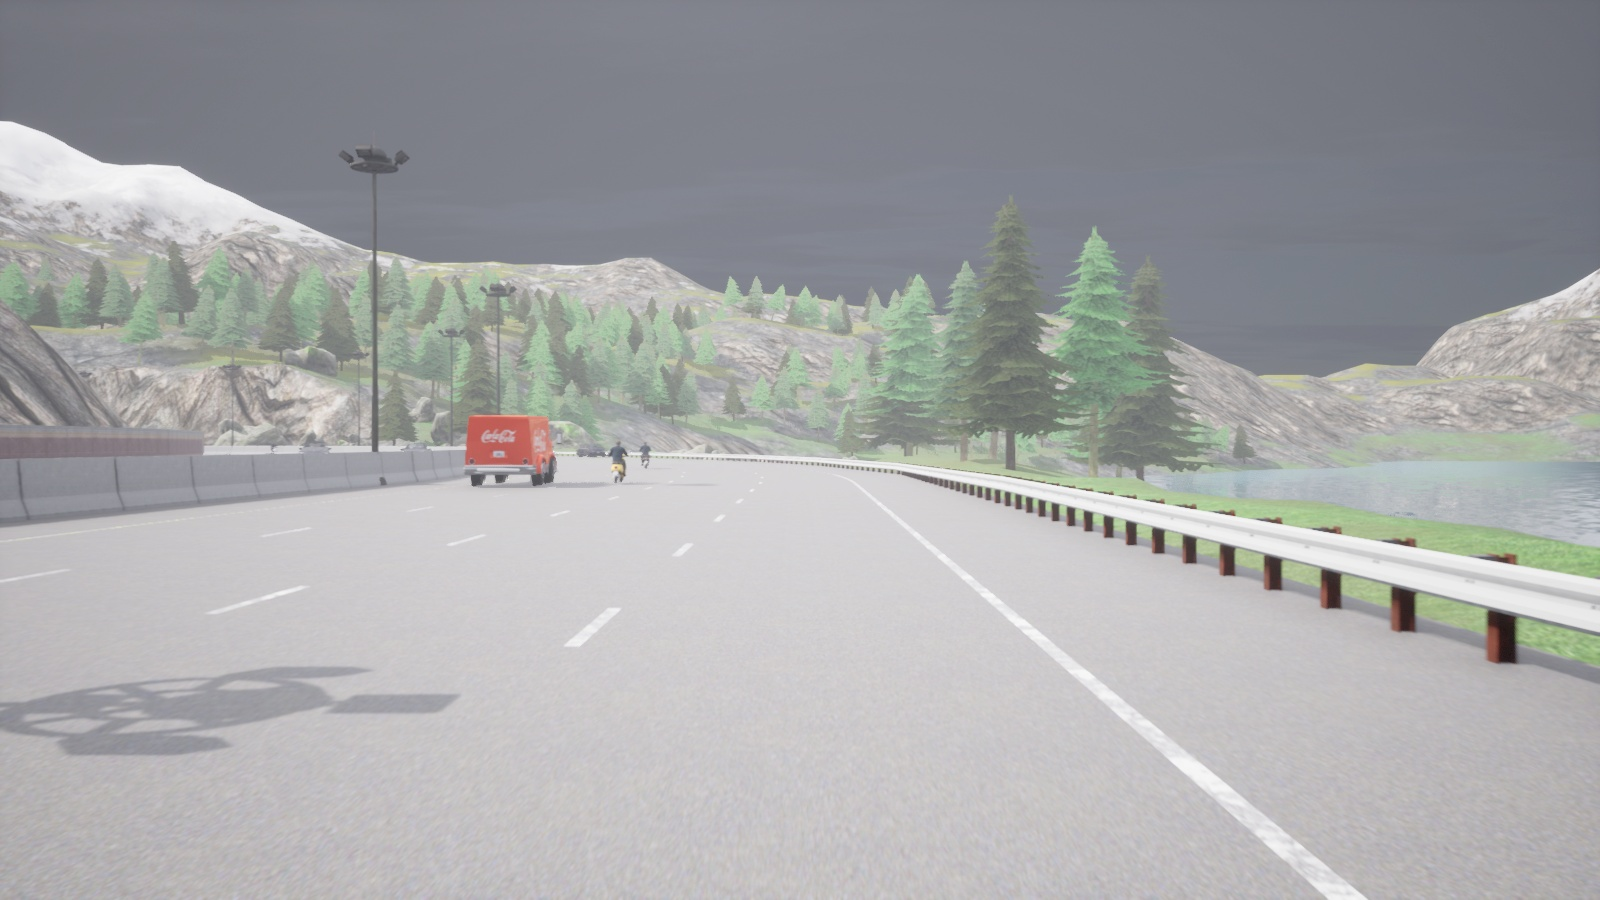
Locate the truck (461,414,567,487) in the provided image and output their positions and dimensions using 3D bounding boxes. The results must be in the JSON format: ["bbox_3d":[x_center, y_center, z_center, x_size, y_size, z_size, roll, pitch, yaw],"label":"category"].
[{"bbox_3d":[-10.231,-0.004,45.386,2.627,2.467,5.204,0,0,0],"label":"truck"}]

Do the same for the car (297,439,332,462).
[{"bbox_3d":[-35.591,0.043,92.092,2.242,1.667,4.611,0,0,-20],"label":"car"}]

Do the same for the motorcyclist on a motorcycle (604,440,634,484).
[{"bbox_3d":[-6.741,0.430,46.881,0.866,1.590,1.817,0,0,0],"label":"motorcyclist on a motorcycle"}]

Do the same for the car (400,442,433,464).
[{"bbox_3d":[-27.272,0.178,89.224,2.128,1.511,4.902,0,0,-18],"label":"car"}]
